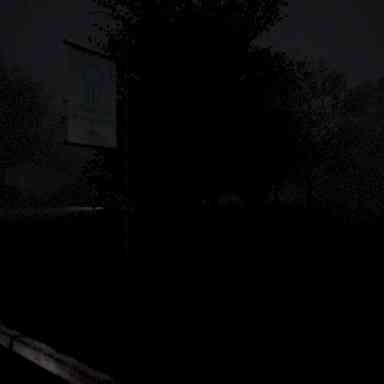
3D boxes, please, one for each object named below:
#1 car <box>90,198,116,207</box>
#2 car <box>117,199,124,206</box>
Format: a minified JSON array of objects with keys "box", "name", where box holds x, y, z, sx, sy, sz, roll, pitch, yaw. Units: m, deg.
[{"box":[-12.788,1.486,49.064,1.812,1.442,4.674,0,0,38],"name":"car"},{"box":[-8.422,1.550,48.986,1.895,1.301,4.718,0,0,37],"name":"car"}]
